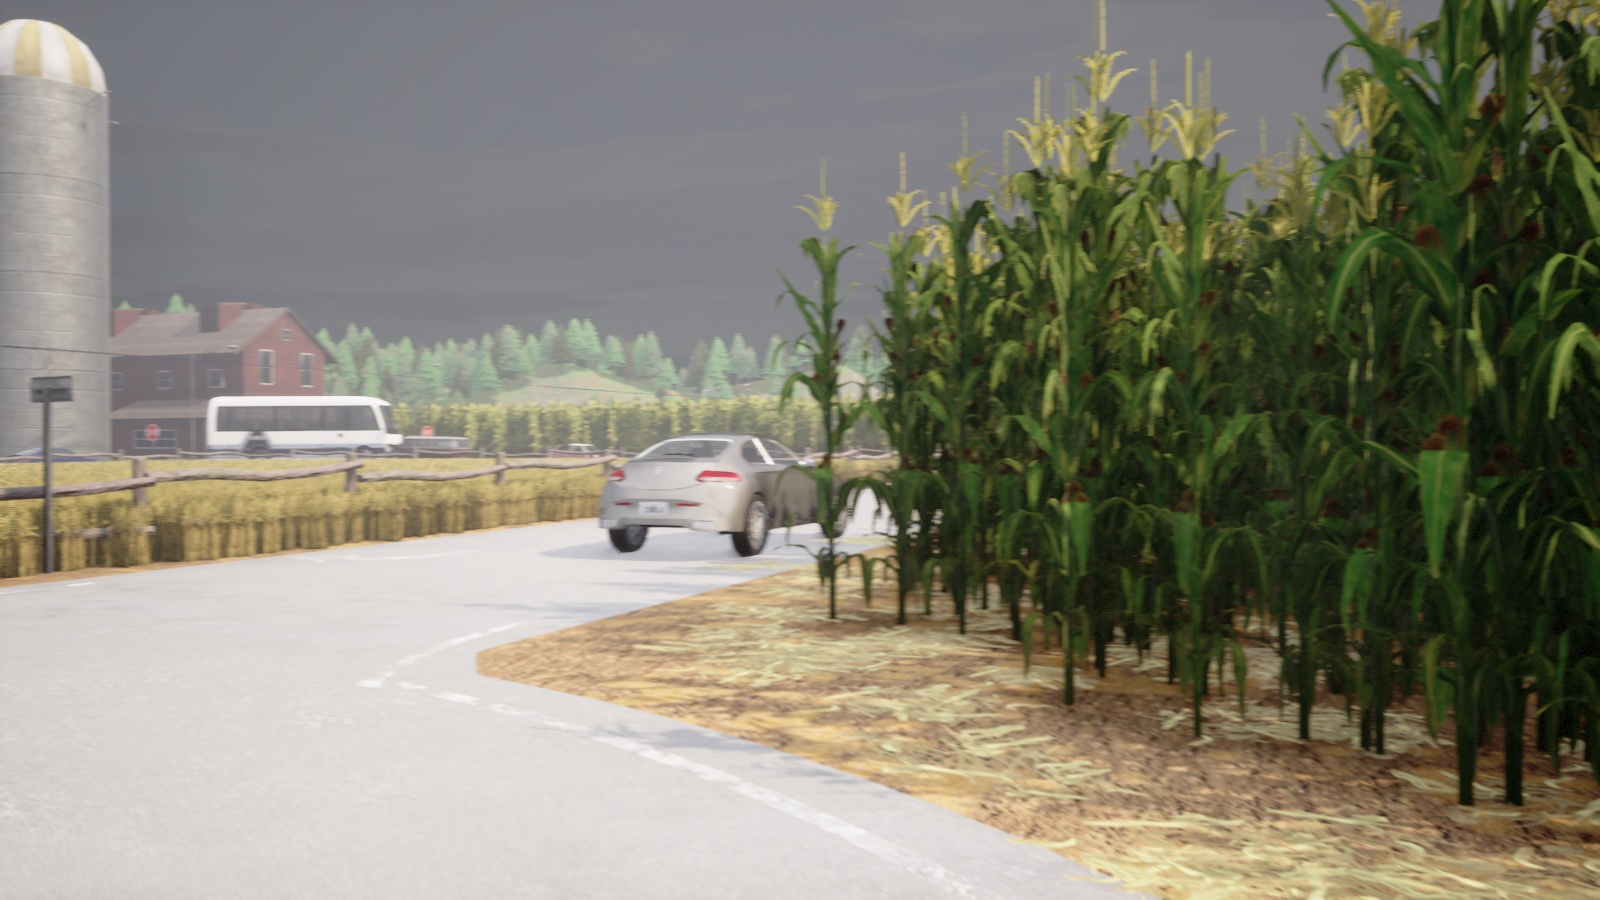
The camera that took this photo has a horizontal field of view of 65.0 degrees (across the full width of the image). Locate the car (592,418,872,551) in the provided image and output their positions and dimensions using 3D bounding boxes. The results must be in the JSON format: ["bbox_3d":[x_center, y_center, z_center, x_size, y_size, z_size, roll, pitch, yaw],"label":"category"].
[{"bbox_3d":[-0.771,0.411,18.314,2.152,1.651,5.027,0,0,22],"label":"car"}]

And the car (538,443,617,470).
[{"bbox_3d":[-12.109,0.349,68.385,3.806,1.475,1.970,0,0,21],"label":"car"}]

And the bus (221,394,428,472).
[{"bbox_3d":[-26.837,-0.963,71.411,10.273,4.253,3.944,0,1,-4],"label":"bus"}]

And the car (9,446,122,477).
[{"bbox_3d":[-36.202,0.534,62.031,1.812,1.442,4.674,0,0,21],"label":"car"}]

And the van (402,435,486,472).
[{"bbox_3d":[-20.293,0.169,71.625,4.442,1.987,1.775,1,0,22],"label":"van"}]
